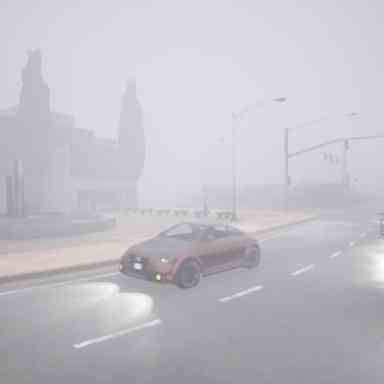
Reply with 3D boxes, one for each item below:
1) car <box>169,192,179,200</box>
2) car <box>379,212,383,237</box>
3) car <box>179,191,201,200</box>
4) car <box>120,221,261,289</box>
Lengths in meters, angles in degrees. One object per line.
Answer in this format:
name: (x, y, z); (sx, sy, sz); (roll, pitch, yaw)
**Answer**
car: (-2.798, 0.936, 77.196); (1.905, 1.878, 3.866); (0, 0, 36)
car: (10.741, 1.401, 16.795); (2.128, 1.511, 4.902); (0, 0, 36)
car: (-0.473, 1.172, 75.470); (1.970, 1.475, 3.806); (0, 0, 36)
car: (0.120, 1.536, 9.192); (1.994, 1.385, 4.181); (0, 0, 44)
